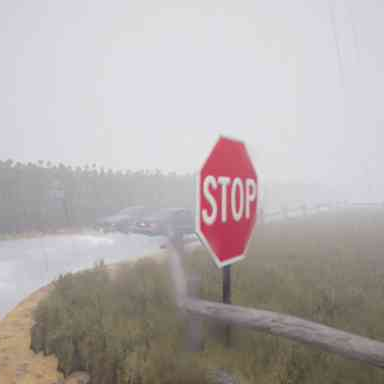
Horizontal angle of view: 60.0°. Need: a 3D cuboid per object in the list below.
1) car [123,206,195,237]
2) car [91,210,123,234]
[{"bbox_3d":[-0.606,1.513,16.847,2.033,1.411,5.357,0,0,40],"label":"car"},{"bbox_3d":[-2.972,1.503,18.753,2.033,1.411,5.357,0,0,36],"label":"car"}]
